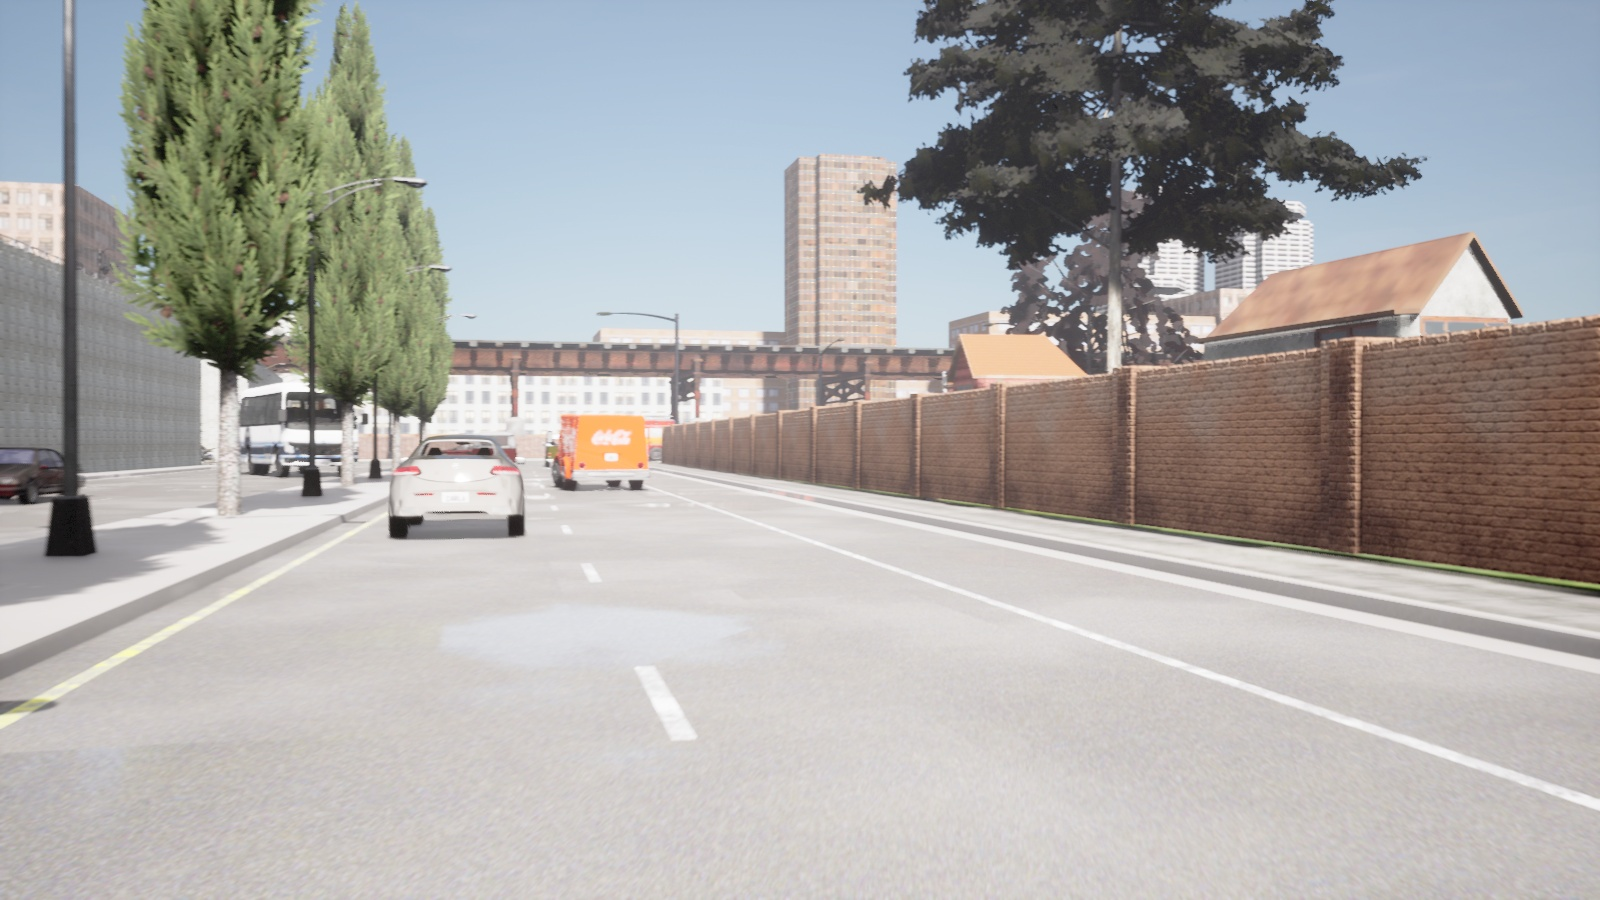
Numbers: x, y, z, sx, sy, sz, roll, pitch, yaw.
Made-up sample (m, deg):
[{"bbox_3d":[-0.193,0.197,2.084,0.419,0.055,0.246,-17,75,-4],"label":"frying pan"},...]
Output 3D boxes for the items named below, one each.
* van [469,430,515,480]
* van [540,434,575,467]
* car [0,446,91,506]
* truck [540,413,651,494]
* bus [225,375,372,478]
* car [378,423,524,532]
[{"bbox_3d":[-12.845,0.199,52.434,1.775,1.987,4.442,0,0,-13],"label":"van"},{"bbox_3d":[-15.321,0.020,79.185,2.069,2.038,4.480,0,0,-13],"label":"van"},{"bbox_3d":[-19.984,0.599,31.842,2.033,1.411,5.357,0,0,-13],"label":"car"},{"bbox_3d":[-6.768,0.045,41.009,2.627,2.467,5.204,0,2,-20],"label":"truck"},{"bbox_3d":[-23.139,-0.969,57.508,3.944,4.253,10.273,1,0,-35],"label":"bus"},{"bbox_3d":[-5.890,0.400,21.675,2.152,1.651,5.027,0,0,-13],"label":"car"}]
